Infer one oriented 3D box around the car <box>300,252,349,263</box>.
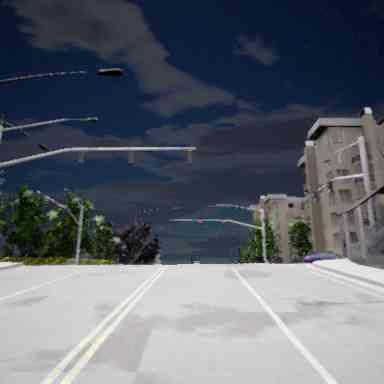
[{"bbox_3d":[11.513,5.782,27.873,4.674,1.442,1.812,3,-15,1],"label":"car"}]
